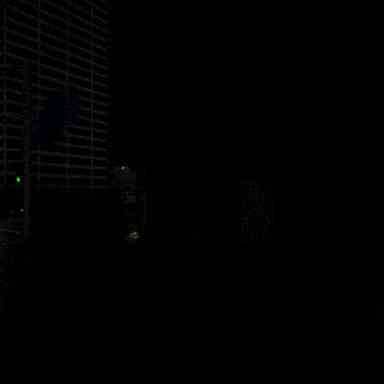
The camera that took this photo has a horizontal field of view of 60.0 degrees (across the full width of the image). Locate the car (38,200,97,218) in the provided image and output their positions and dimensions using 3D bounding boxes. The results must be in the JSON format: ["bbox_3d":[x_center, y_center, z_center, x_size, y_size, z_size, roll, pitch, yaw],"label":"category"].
[{"bbox_3d":[-11.149,1.478,30.782,1.882,1.535,5.008,0,0,35],"label":"car"}]

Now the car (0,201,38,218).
[{"bbox_3d":[-15.521,1.547,30.663,2.033,1.411,5.357,0,0,35],"label":"car"}]
